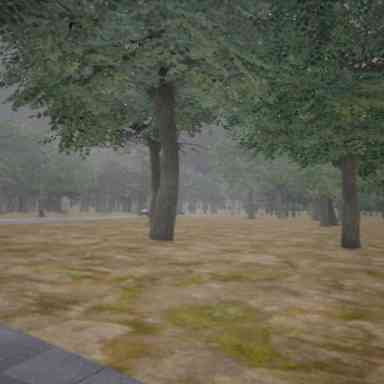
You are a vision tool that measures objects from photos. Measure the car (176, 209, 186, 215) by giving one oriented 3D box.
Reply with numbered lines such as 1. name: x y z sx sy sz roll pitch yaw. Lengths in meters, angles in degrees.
1. car: -3.376 4.191 69.741 2.033 1.411 5.357 -1 -4 28

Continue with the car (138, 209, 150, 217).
1. car: -8.037 3.782 61.014 1.812 1.442 4.674 -1 -3 29
